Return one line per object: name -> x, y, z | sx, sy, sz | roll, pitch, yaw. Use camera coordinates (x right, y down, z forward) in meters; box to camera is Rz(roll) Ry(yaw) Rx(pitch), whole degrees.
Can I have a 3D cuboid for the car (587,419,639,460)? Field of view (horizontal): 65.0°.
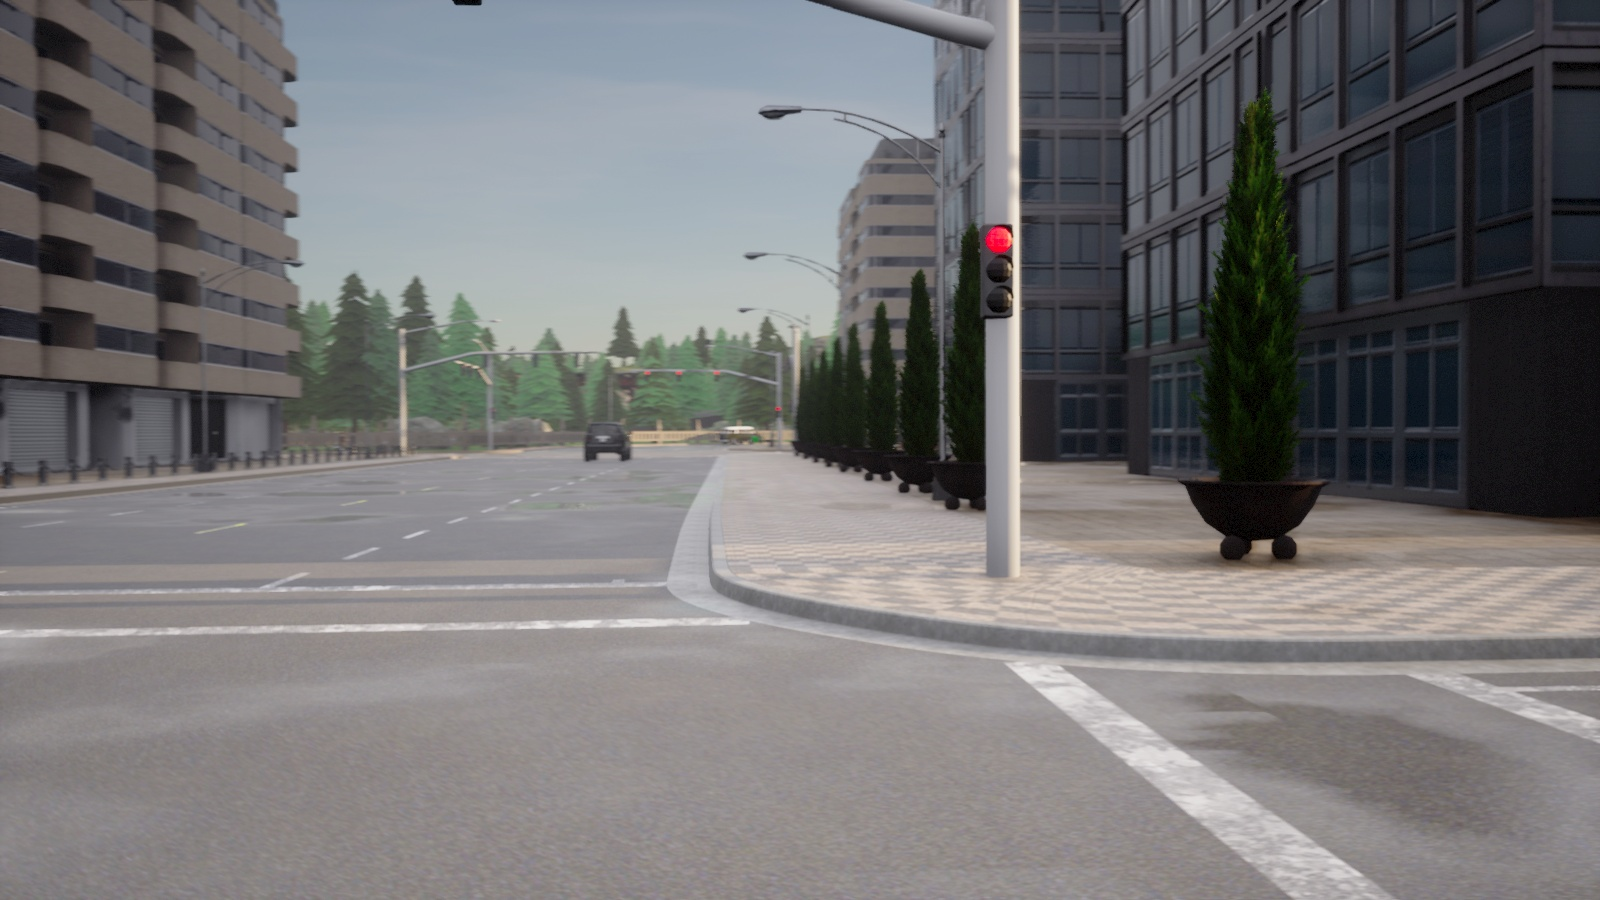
car -> -9.876, -0.576, 66.688 | 2.150, 2.045, 5.566 | 0, 1, -3
